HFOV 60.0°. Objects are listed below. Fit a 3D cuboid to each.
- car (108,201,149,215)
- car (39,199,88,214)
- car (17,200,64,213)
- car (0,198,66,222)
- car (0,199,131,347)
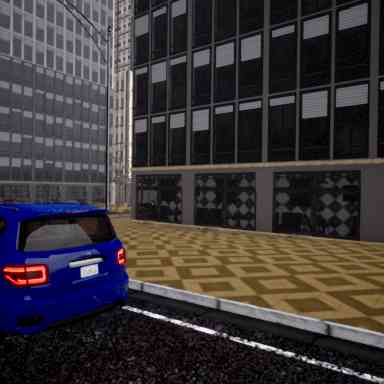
[{"bbox_3d":[-7.308,1.829,38.711,1.752,1.417,4.829,1,0,36],"label":"car"},{"bbox_3d":[-14.734,1.662,38.387,2.128,1.511,4.902,1,0,36],"label":"car"},{"bbox_3d":[-17.603,1.642,38.875,1.752,1.417,4.829,1,0,36],"label":"car"},{"bbox_3d":[-14.106,1.518,29.500,2.192,1.841,5.009,1,0,36],"label":"car"},{"bbox_3d":[-3.659,1.218,6.292,5.566,2.045,2.150,0,0,35],"label":"car"}]
